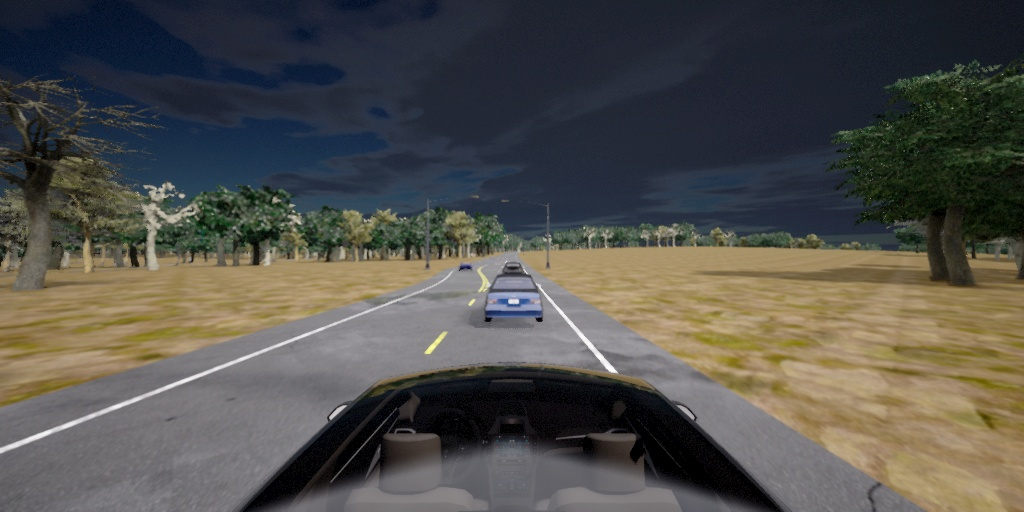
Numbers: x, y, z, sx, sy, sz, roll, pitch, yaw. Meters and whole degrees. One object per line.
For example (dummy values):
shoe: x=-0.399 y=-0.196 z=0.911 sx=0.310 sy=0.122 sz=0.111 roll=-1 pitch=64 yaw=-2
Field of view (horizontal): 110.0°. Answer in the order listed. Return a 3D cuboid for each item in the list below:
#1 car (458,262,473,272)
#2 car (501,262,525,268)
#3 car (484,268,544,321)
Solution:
car: x=-6.195 y=1.394 z=48.076 sx=1.895 sy=1.301 sz=4.718 roll=0 pitch=0 yaw=-6
car: x=0.094 y=1.304 z=32.666 sx=1.837 sy=1.490 sz=4.892 roll=0 pitch=0 yaw=0
car: x=0.067 y=1.315 z=12.488 sx=2.033 sy=1.411 sz=5.357 roll=0 pitch=0 yaw=0
